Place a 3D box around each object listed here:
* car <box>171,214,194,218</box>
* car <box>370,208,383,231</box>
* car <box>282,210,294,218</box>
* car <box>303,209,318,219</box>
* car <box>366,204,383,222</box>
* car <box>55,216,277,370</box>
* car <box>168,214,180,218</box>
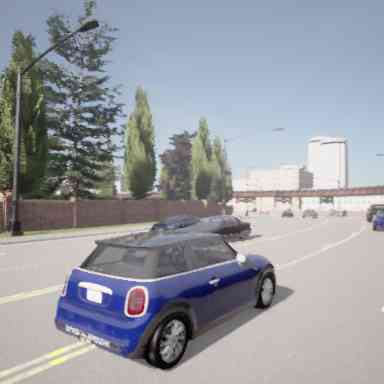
[{"bbox_3d":[1.448,2.026,18.224,2.033,1.411,5.357,-1,-2,37],"label":"car"},{"bbox_3d":[14.931,2.182,25.487,1.812,1.442,4.674,-1,-2,30],"label":"car"},{"bbox_3d":[16.809,3.900,58.364,1.994,1.385,4.181,0,-4,14],"label":"car"},{"bbox_3d":[19.660,3.537,55.358,2.097,1.767,4.553,0,-4,15],"label":"car"},{"bbox_3d":[21.173,2.407,37.731,2.150,2.045,5.566,0,-3,23],"label":"car"},{"bbox_3d":[-0.096,1.524,6.376,2.097,1.767,4.553,-1,-2,37],"label":"car"},{"bbox_3d":[-0.722,2.127,21.269,1.994,1.385,4.181,-1,-2,36],"label":"car"}]
